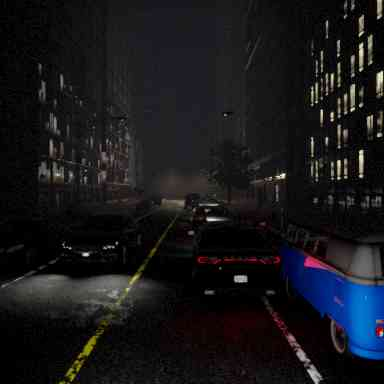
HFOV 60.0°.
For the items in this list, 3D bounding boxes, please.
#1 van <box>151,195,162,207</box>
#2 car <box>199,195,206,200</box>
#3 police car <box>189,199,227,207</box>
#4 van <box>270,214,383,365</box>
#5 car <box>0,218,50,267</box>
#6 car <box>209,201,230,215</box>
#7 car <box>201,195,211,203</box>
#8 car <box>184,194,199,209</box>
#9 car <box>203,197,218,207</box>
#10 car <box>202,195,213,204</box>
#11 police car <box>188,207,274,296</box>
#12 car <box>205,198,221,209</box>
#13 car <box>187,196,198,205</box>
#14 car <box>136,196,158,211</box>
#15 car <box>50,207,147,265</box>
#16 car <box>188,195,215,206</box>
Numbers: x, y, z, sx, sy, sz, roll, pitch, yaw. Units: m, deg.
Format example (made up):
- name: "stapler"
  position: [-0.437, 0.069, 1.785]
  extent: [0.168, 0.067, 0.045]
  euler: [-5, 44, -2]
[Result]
- name: "van"
  position: [-5.562, 1.328, 51.251]
  extent: [1.690, 1.788, 3.998]
  euler: [0, 0, 0]
- name: "car"
  position: [2.918, 1.462, 91.074]
  extent: [1.887, 1.381, 4.507]
  euler: [0, 0, 0]
- name: "police car"
  position: [0.947, 1.425, 18.820]
  extent: [1.930, 1.638, 5.238]
  euler: [0, 0, 0]
- name: "van"
  position: [2.704, 1.341, 5.687]
  extent: [1.690, 1.788, 3.998]
  euler: [0, 0, 0]
- name: "car"
  position: [-5.662, 1.582, 11.403]
  extent: [1.802, 1.307, 4.206]
  euler: [0, 0, 0]
- name: "car"
  position: [2.775, 1.581, 34.149]
  extent: [1.802, 1.307, 4.206]
  euler: [0, 0, 0]
- name: "car"
  position: [2.861, 1.401, 68.303]
  extent: [1.967, 1.590, 4.097]
  euler: [0, 0, 0]
- name: "car"
  position: [0.115, 1.215, 44.921]
  extent: [2.150, 2.045, 5.566]
  euler: [0, 0, 0]
- name: "car"
  position: [2.818, 1.538, 51.226]
  extent: [2.008, 1.369, 4.403]
  euler: [0, 0, 0]
- name: "car"
  position: [2.847, 1.410, 62.611]
  extent: [1.967, 1.590, 4.097]
  euler: [0, 0, 0]
- name: "police car"
  position: [0.922, 1.425, 8.820]
  extent: [1.930, 1.638, 5.238]
  euler: [0, 0, 0]
- name: "car"
  position: [2.804, 1.544, 45.534]
  extent: [2.008, 1.369, 4.403]
  euler: [0, 0, 0]
- name: "car"
  position: [0.148, 1.480, 59.474]
  extent: [1.837, 1.490, 4.892]
  euler: [0, 0, 0]
- name: "car"
  position: [-5.591, 1.548, 39.866]
  extent: [2.008, 1.369, 4.403]
  euler: [0, 0, 0]
- name: "car"
  position: [-2.971, 1.504, 11.749]
  extent: [1.837, 1.490, 4.892]
  euler: [0, 0, 0]
- name: "car"
  position: [0.960, 1.350, 24.681]
  extent: [2.097, 1.767, 4.553]
  euler: [0, 0, 0]
